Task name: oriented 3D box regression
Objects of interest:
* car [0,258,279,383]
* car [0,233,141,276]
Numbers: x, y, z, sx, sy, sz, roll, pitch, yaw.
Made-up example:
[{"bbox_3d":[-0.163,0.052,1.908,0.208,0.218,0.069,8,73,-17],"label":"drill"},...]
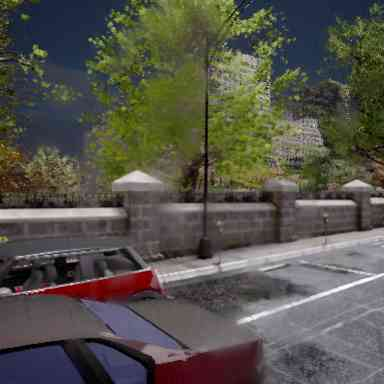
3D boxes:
[{"bbox_3d":[-1.795,1.564,2.139,5.357,1.411,2.033,0,0,-35],"label":"car"},{"bbox_3d":[-2.441,1.467,4.787,4.097,1.590,1.967,0,1,-37],"label":"car"}]
